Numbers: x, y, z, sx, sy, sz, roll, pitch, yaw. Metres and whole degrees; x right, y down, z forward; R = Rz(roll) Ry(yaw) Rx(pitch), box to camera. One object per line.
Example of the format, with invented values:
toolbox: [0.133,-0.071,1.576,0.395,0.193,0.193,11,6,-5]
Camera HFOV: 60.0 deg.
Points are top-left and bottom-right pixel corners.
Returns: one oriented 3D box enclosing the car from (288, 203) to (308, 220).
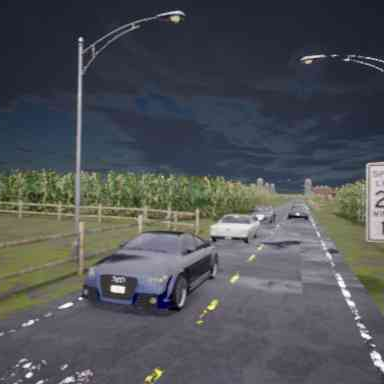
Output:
car: [11.117,2.160,34.818,1.994,1.385,4.181,1,-1,19]

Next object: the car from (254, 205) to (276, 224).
car: [6.392,1.952,29.685,2.128,1.511,4.902,1,-1,18]

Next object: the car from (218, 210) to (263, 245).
car: [2.346,1.851,17.408,1.895,1.301,4.718,1,-1,18]

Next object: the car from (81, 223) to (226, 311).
car: [-0.723,1.651,8.047,1.994,1.385,4.181,1,-1,19]

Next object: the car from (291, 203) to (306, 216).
car: [14.218,2.258,44.417,1.837,1.490,4.892,1,-1,18]
